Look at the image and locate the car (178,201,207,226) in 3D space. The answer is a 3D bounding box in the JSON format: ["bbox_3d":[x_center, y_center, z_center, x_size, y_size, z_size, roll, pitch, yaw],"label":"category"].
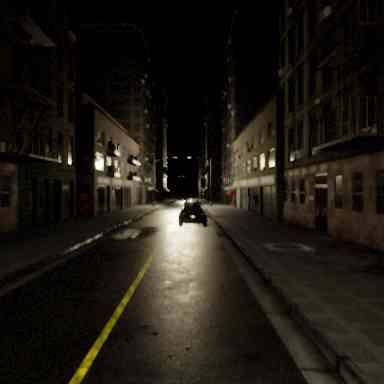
[{"bbox_3d":[0.049,1.618,24.116,1.994,1.385,4.181,0,0,0],"label":"car"}]

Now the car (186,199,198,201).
[{"bbox_3d":[0.014,1.592,41.117,2.128,1.511,4.902,0,0,0],"label":"car"}]
